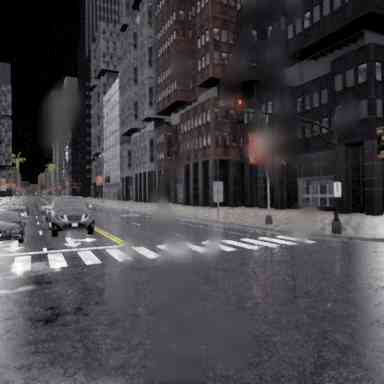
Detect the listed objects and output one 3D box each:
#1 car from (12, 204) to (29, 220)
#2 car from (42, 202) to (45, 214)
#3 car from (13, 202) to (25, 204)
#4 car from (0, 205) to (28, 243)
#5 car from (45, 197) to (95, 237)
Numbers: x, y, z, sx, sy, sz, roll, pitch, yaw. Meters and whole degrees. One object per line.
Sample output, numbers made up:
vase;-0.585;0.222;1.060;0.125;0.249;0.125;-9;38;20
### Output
car;-13.350;1.803;24.775;1.895;1.301;4.718;0;0;-26
car;-11.487;1.724;28.394;1.812;1.442;4.674;0;0;-26
car;-18.901;1.845;36.264;1.994;1.385;4.181;0;0;-26
car;-9.314;1.645;16.448;1.837;1.490;4.892;0;0;-26
car;-7.234;1.356;19.616;2.150;2.045;5.566;0;0;-26
